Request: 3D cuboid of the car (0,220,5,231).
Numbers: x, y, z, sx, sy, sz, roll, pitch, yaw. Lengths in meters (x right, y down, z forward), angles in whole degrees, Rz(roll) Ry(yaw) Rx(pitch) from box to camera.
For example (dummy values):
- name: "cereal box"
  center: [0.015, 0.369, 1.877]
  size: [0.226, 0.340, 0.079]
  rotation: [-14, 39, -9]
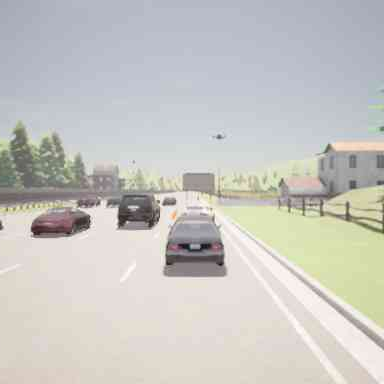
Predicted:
- name: "car"
  center: [-10.400, 1.486, 14.384]
  size: [2.033, 1.411, 5.357]
  rotation: [0, 0, 0]

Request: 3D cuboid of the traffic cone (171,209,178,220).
- name: "traffic cone"
  center: [-1.485, 1.846, 25.878]
  size: [0.340, 0.580, 0.340]
  rotation: [0, 0, 0]

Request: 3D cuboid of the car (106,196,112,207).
- name: "car"
  center: [-10.394, 1.312, 45.745]
  size: [1.837, 1.490, 4.892]
  rotation: [0, 0, 0]

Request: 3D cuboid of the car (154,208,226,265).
- name: "car"
  center: [0.100, 1.498, 11.467]
  size: [2.033, 1.411, 5.357]
  rotation: [0, 0, 0]

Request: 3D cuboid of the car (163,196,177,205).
- name: "car"
  center: [-3.393, 1.346, 51.633]
  size: [1.994, 1.385, 4.181]
  rotation: [0, 0, 0]

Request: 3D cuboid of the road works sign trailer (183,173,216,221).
- name: "road works sign trailer"
  center: [0.491, 0.360, 24.730]
  size: [2.380, 3.560, 2.880]
  rotation: [0, 0, -2]

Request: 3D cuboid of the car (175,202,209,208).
- name: "car"
  center: [0.367, 1.453, 21.124]
  size: [1.812, 1.442, 4.674]
  rotation: [0, -1, 8]

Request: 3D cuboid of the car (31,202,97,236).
- name: "car"
  center: [-6.897, 1.488, 18.005]
  size: [1.994, 1.385, 4.181]
  rotation: [0, 0, 0]

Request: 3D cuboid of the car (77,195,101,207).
- name: "car"
  center: [-13.894, 1.161, 45.127]
  size: [2.097, 1.767, 4.553]
  rotation: [0, 0, 0]

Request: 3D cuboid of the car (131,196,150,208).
- name: "car"
  center: [-6.895, 1.336, 44.986]
  size: [1.812, 1.442, 4.674]
  rotation: [0, 0, 0]

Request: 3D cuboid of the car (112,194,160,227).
- name: "car"
  center: [-3.397, 1.129, 21.987]
  size: [2.150, 2.045, 5.566]
  rotation: [0, 0, 0]
